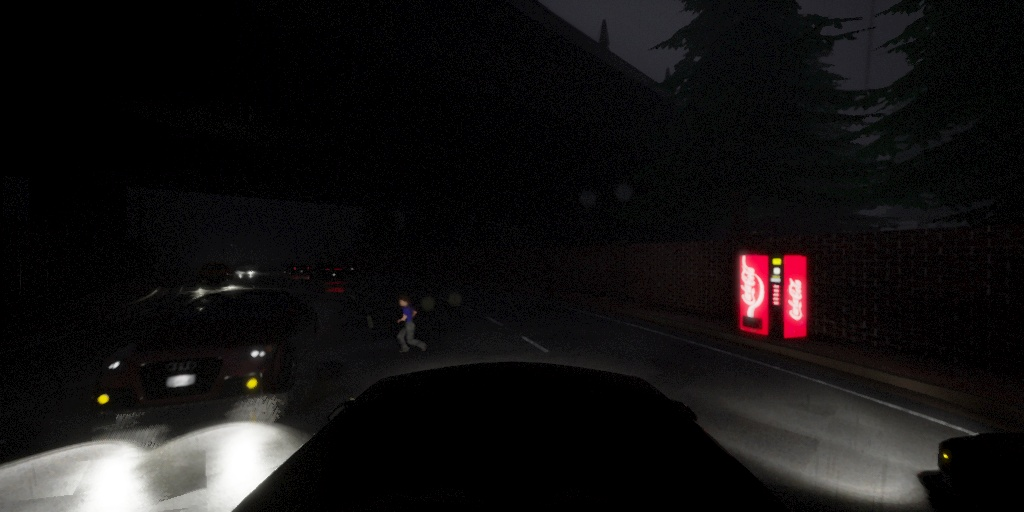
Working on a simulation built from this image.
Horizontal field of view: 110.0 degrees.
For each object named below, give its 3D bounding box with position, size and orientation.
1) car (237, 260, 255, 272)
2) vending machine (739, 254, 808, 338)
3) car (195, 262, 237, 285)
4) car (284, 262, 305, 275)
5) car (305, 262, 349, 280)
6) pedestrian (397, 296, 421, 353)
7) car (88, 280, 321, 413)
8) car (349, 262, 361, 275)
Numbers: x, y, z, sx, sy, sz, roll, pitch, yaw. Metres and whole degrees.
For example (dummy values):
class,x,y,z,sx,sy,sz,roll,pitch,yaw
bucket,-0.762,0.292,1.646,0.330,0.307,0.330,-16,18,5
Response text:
class,x,y,z,sx,sy,sz,roll,pitch,yaw
car,-34.362,1.200,46.064,2.128,1.511,4.902,0,0,-41
vending machine,6.263,0.940,8.640,1.100,2.100,0.880,0,0,-17
car,-20.873,1.204,25.204,1.882,1.535,5.008,0,0,-41
car,-23.337,1.315,38.949,1.895,1.301,4.718,0,0,-41
car,-15.517,1.227,29.913,1.837,1.490,4.892,0,0,-40
pedestrian,-2.099,1.319,7.285,0.375,1.300,0.375,0,0,-19
car,-4.656,1.309,6.173,1.994,1.385,4.181,0,0,-20
car,-17.288,1.280,37.326,1.994,1.385,4.181,0,0,-41
